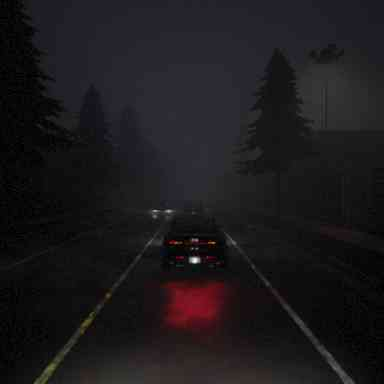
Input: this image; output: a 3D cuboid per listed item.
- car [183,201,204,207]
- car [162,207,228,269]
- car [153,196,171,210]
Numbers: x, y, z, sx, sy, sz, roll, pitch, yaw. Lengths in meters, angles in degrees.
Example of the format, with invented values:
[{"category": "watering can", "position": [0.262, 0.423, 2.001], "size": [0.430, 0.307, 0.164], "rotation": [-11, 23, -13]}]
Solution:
[{"category": "car", "position": [0.124, 1.471, 31.310], "size": [1.895, 1.301, 4.718], "rotation": [0, 0, 0]}, {"category": "car", "position": [0.085, 1.461, 10.928], "size": [1.837, 1.490, 4.892], "rotation": [0, 1, 0]}, {"category": "car", "position": [-3.553, 1.310, 40.544], "size": [1.882, 1.535, 5.008], "rotation": [0, 0, 0]}]
